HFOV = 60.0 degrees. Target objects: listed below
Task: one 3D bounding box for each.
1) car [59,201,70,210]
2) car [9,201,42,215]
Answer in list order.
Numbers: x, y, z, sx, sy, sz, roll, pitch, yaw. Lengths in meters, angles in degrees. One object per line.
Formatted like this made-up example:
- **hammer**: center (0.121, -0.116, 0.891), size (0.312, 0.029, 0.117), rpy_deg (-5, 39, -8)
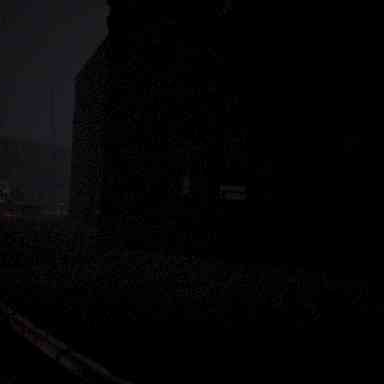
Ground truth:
- **car**: center (-18.624, 2.138, 51.765), size (2.128, 1.511, 4.902), rpy_deg (4, -1, 11)
- **car**: center (-19.802, 1.840, 39.856), size (1.882, 1.535, 5.008), rpy_deg (4, -1, 3)
